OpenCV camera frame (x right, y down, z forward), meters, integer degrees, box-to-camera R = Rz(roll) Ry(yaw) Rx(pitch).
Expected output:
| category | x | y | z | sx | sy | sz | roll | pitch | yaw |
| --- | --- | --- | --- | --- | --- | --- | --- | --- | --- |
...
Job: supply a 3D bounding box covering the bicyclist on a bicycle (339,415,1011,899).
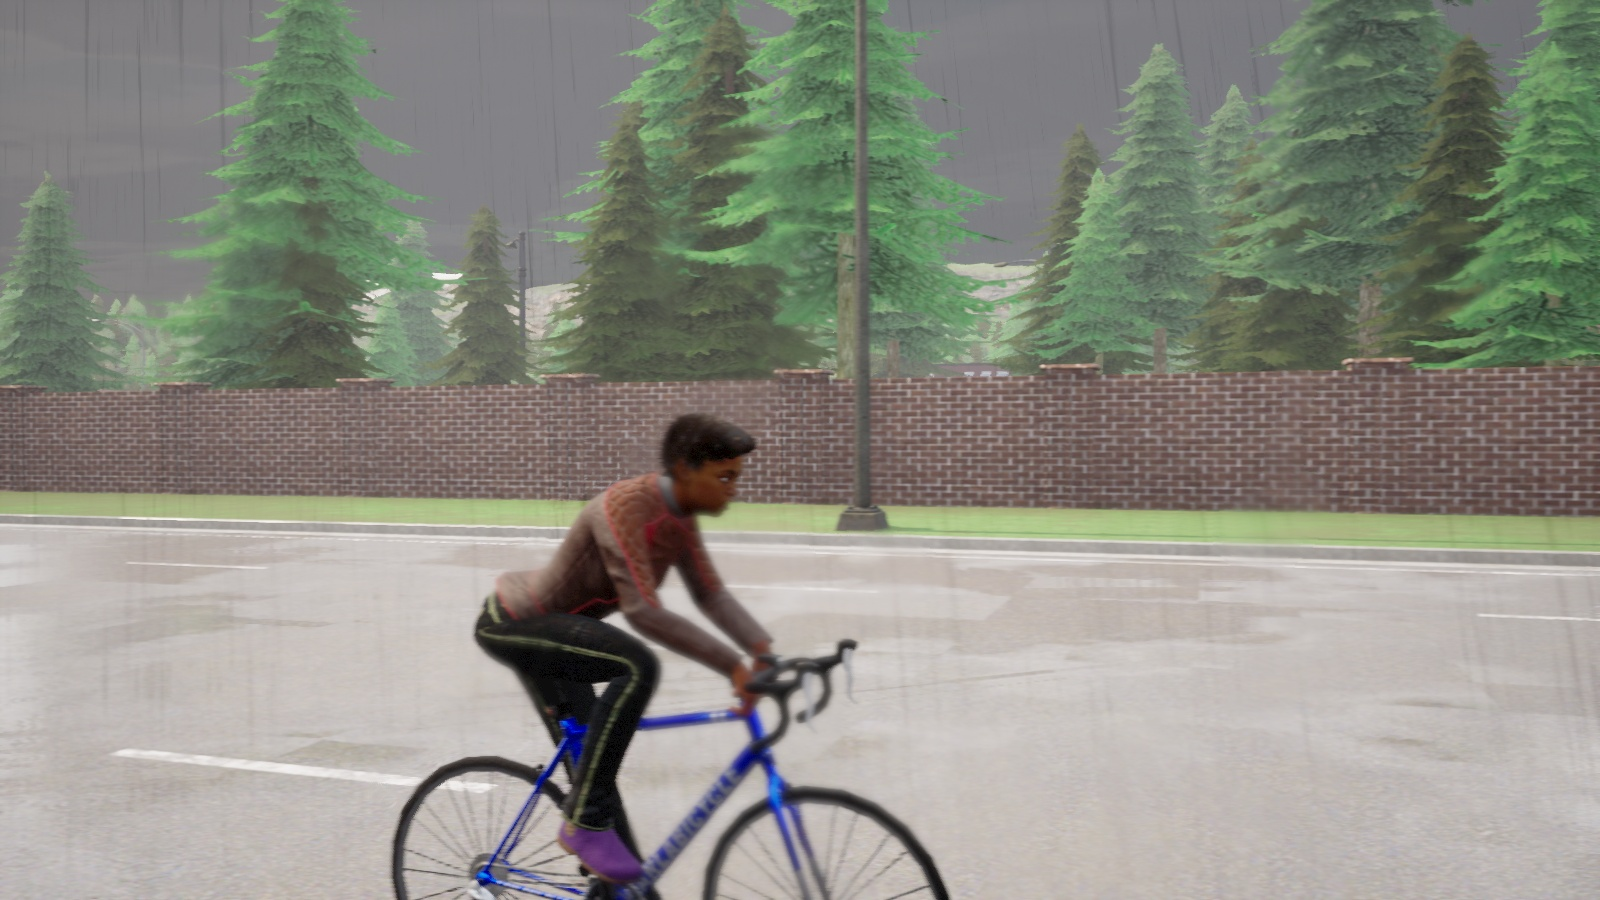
| category | x | y | z | sx | sy | sz | roll | pitch | yaw |
| --- | --- | --- | --- | --- | --- | --- | --- | --- | --- |
| bicyclist on a bicycle | -0.329 | 0.725 | 3.303 | 1.656 | 1.620 | 0.582 | 1 | 1 | 19 |
